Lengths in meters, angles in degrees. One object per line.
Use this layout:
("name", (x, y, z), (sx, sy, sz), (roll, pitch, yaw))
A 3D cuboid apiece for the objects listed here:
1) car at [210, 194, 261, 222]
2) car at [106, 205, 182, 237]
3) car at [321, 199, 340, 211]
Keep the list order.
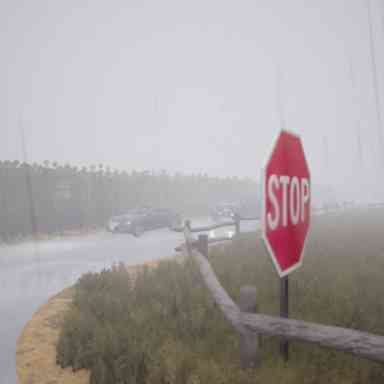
("car", (3.642, 1.228, 26.932), (2.150, 2.045, 5.566), (0, 0, 35))
("car", (-2.499, 1.498, 18.324), (2.128, 1.511, 4.902), (0, 0, 35))
("car", (16.940, 1.552, 40.705), (2.033, 1.411, 5.357), (0, 0, 27))
